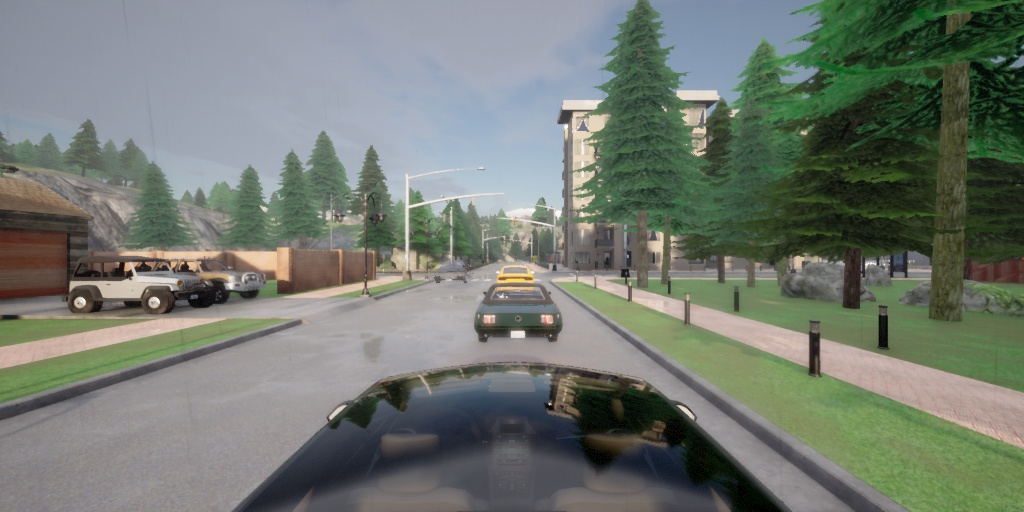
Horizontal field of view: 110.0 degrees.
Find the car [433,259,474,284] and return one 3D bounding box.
[{"bbox_3d":[-3.413,0.905,22.014,2.033,1.411,5.357,0,0,0],"label":"car"}]

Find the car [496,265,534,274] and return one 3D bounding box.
[{"bbox_3d":[0.174,1.228,19.040,1.882,1.535,5.008,0,0,0],"label":"car"}]

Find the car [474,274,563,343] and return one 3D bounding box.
[{"bbox_3d":[0.145,1.351,9.700,1.895,1.301,4.718,0,0,0],"label":"car"}]
